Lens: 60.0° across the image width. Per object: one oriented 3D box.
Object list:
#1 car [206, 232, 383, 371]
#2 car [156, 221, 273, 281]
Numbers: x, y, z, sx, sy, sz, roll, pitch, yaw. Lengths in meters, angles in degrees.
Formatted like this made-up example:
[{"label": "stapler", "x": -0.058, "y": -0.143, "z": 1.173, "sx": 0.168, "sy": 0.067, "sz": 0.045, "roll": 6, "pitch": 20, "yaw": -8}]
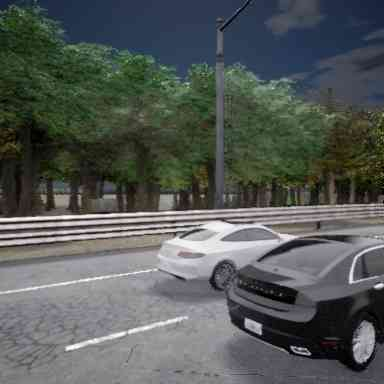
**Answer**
[{"label": "car", "x": 2.788, "y": 1.499, "z": 5.707, "sx": 4.892, "sy": 1.490, "sz": 1.837, "roll": 0, "pitch": 0, "yaw": -35}, {"label": "car", "x": 1.295, "y": 1.510, "z": 8.939, "sx": 4.674, "sy": 1.442, "sz": 1.812, "roll": 0, "pitch": 0, "yaw": -34}]
